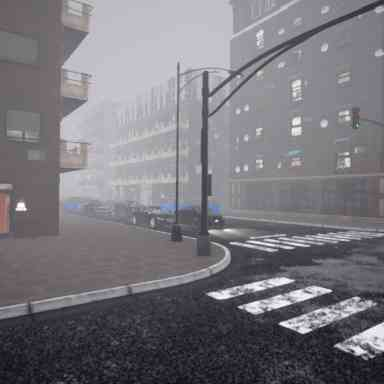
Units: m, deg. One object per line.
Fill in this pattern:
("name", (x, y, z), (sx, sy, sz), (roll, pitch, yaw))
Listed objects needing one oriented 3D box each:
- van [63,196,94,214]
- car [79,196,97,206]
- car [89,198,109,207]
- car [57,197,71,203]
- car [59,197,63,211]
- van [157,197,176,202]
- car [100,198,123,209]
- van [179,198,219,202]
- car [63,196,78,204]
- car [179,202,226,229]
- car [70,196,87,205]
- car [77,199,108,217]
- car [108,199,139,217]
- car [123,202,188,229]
("van", (-12.017, 1.360, 35.381), (1.690, 1.788, 3.998), (1, -1, -35))
("car", (-18.270, 1.595, 58.266), (1.967, 1.590, 4.097), (1, -1, -35))
("car", (-15.088, 1.728, 53.664), (1.802, 1.307, 4.206), (1, -1, -35))
("car", (-27.820, 1.725, 72.067), (1.887, 1.381, 4.507), (1, -1, -35))
("car", (-15.202, 1.579, 39.980), (2.008, 1.369, 4.403), (1, -1, -35))
("van", (-2.354, 1.448, 35.264), (1.690, 1.788, 3.998), (1, -1, -35))
("car", (-11.905, 1.681, 49.064), (1.887, 1.381, 4.507), (1, -1, -35))
("van", (0.829, 1.437, 30.664), (1.690, 1.788, 3.998), (1, -1, -35))
("car", (-24.636, 1.612, 67.467), (1.967, 1.590, 4.097), (1, -1, -35))
("car", (0.358, 1.580, 21.823), (1.994, 1.385, 4.181), (1, -1, -35))
("car", (-21.453, 1.604, 62.866), (1.967, 1.590, 4.097), (1, -1, -35))
("car", (-8.836, 1.590, 30.779), (1.802, 1.307, 4.206), (1, -1, -35))
("car", (-5.546, 1.527, 30.359), (2.128, 1.511, 4.902), (1, -1, -35))
("car", (-2.470, 1.538, 21.579), (2.008, 1.369, 4.403), (1, -1, -35))
